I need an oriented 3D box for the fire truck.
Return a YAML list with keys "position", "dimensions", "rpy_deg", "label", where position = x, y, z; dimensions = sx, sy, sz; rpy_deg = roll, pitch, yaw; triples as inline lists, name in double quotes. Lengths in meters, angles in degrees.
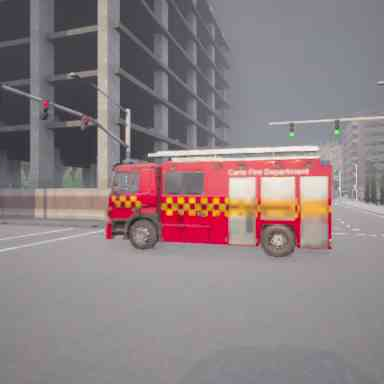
- position: [0.973, 0.342, 13.194]
  dimensions: [8.468, 3.827, 2.891]
  rpy_deg: [0, 0, 17]
  label: "fire truck"
